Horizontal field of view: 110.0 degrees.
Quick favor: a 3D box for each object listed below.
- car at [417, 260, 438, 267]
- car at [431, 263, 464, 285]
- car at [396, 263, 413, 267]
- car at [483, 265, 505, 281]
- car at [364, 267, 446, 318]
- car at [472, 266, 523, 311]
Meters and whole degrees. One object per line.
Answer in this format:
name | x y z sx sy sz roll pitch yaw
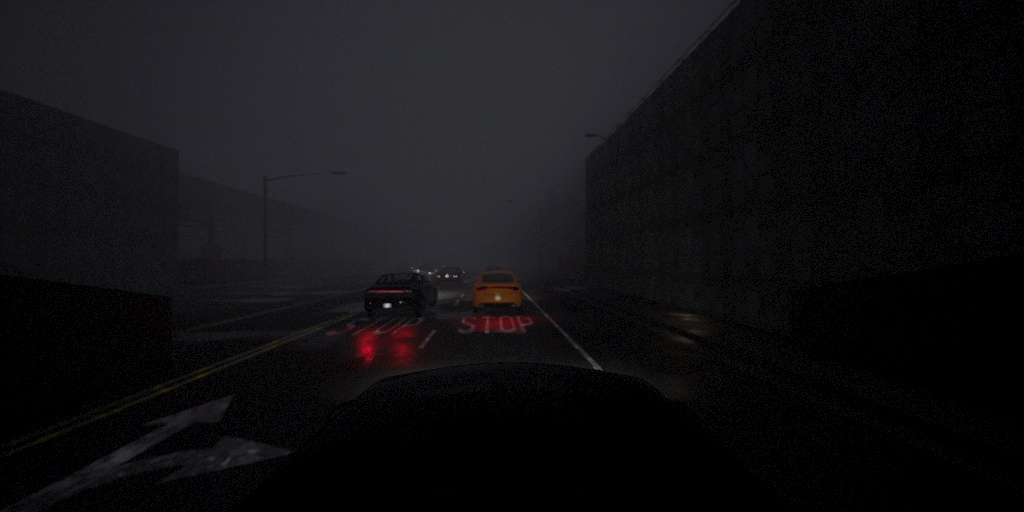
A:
car | -13.745 1.805 57.977 1.837 1.490 4.892 0 0 -3
car | -4.933 1.557 28.955 2.033 1.411 5.357 0 0 -3
car | -17.207 1.857 57.243 2.033 1.411 5.357 0 0 -3
car | -1.738 1.610 34.766 1.994 1.385 4.181 0 0 -3
car | -4.060 1.365 13.724 2.128 1.511 4.902 0 0 -3
car | -0.630 1.348 15.188 1.882 1.535 5.008 0 0 -3
